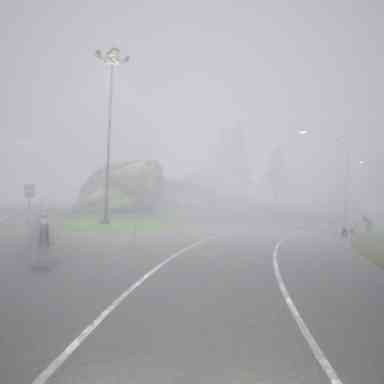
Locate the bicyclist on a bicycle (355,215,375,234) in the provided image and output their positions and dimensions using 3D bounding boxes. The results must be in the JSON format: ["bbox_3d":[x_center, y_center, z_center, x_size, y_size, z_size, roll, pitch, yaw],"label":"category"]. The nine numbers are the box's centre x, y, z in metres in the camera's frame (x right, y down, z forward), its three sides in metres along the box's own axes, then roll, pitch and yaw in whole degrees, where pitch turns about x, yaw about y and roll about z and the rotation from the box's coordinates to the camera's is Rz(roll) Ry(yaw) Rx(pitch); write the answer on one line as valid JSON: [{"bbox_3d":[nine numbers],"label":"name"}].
[{"bbox_3d":[16.091,2.998,30.872,1.656,1.620,0.582,4,-1,41],"label":"bicyclist on a bicycle"}]
